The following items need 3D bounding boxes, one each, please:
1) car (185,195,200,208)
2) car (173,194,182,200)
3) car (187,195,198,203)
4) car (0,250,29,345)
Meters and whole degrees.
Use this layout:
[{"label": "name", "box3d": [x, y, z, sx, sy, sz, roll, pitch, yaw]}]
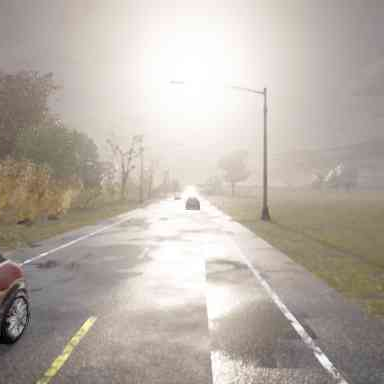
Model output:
[{"label": "car", "box3d": [0.102, 1.432, 45.697, 1.994, 1.385, 4.181, 0, 0, 0]}, {"label": "car", "box3d": [-3.496, 1.291, 82.074, 2.033, 1.411, 5.357, 0, 0, 0]}, {"label": "car", "box3d": [0.103, 1.361, 63.313, 2.033, 1.411, 5.357, 0, 0, 0]}, {"label": "car", "box3d": [-3.600, 1.343, 3.306, 2.097, 1.767, 4.553, 0, 0, 0]}]
